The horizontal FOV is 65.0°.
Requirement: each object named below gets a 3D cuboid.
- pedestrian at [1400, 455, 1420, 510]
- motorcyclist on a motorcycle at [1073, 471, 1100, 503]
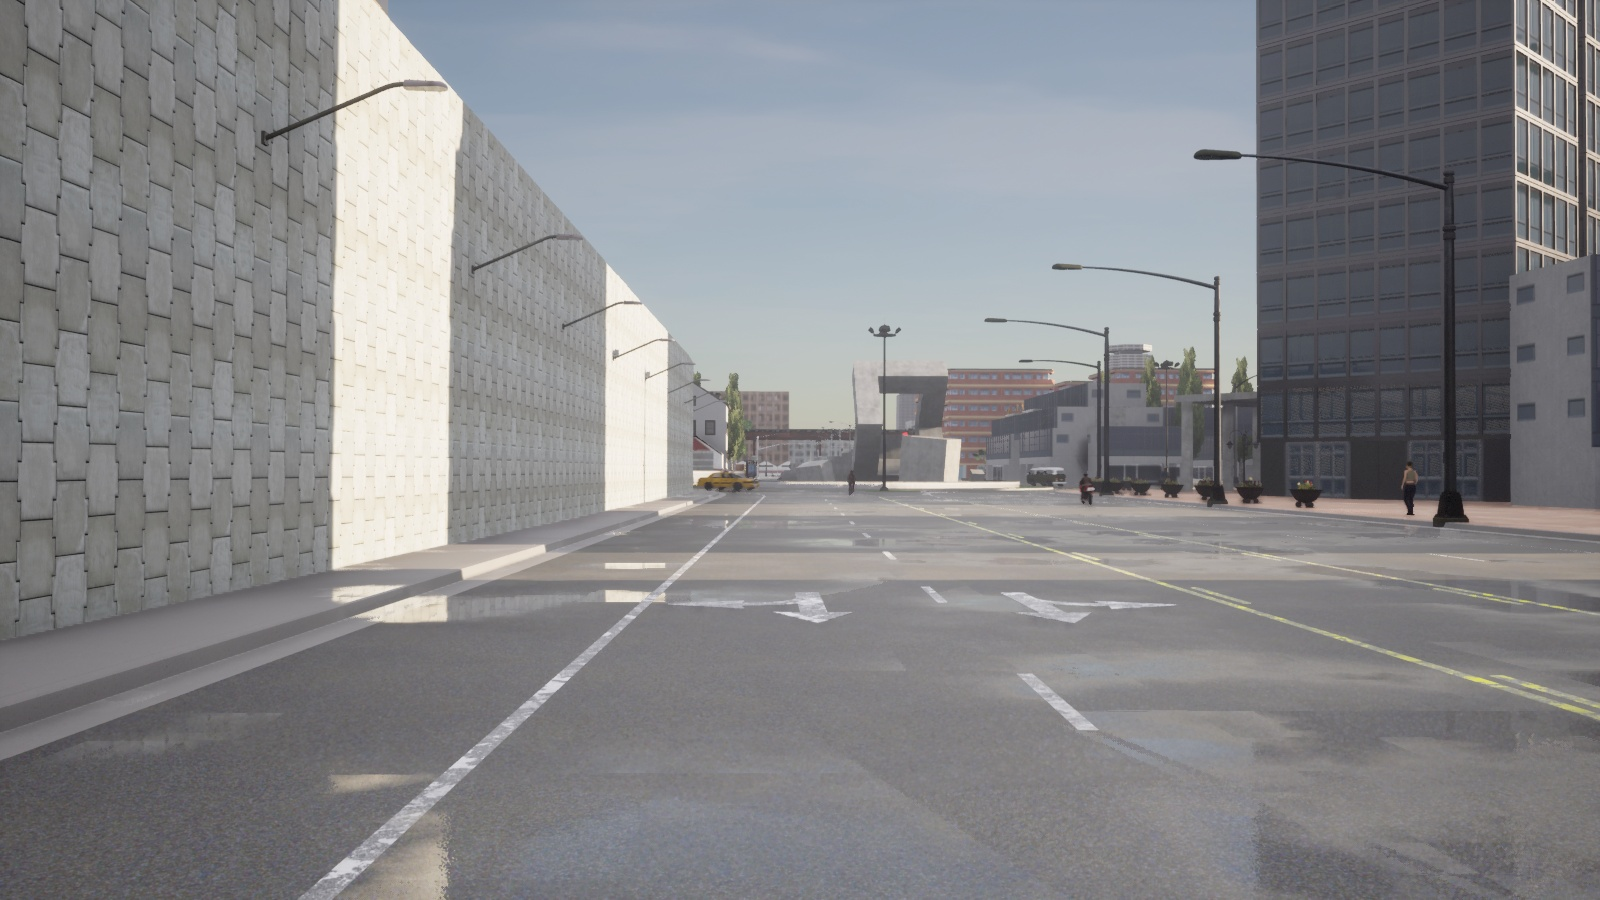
[{"bbox_3d":[20.378,1.091,41.963,0.345,1.836,0.594,0,-1,-5],"label":"pedestrian"},{"bbox_3d":[13.709,1.749,60.125,0.797,1.523,2.044,0,-1,0],"label":"motorcyclist on a motorcycle"}]
